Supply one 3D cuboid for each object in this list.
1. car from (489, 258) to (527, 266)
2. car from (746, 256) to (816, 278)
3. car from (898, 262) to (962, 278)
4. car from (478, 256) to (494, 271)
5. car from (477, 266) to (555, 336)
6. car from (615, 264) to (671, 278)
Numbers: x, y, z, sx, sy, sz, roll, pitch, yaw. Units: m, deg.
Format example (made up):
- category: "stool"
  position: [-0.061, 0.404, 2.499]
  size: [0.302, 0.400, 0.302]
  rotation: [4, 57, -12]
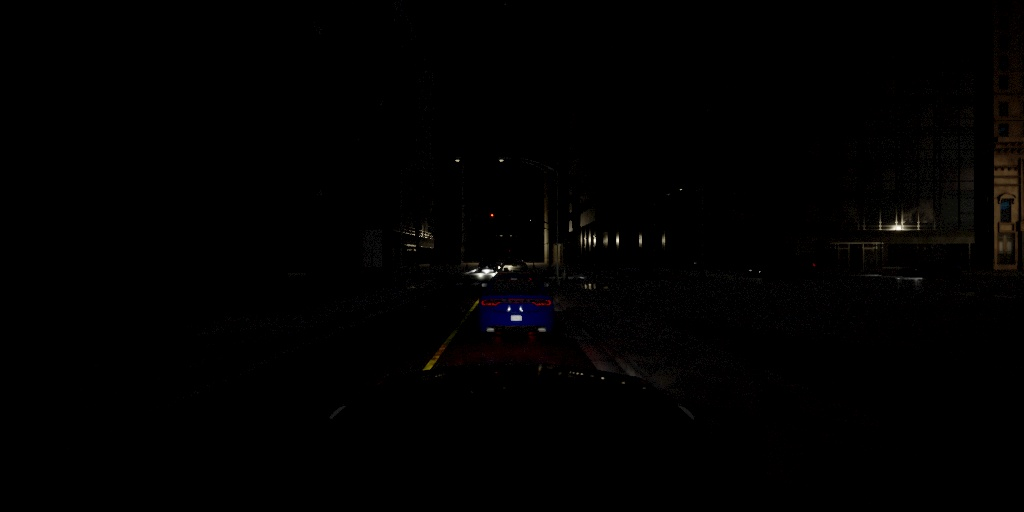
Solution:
- category: "car"
  position: [0.152, 1.107, 19.325]
  size: [2.097, 1.767, 4.553]
  rotation: [0, 0, 2]
- category: "car"
  position: [24.937, 0.981, 33.354]
  size: [5.566, 2.045, 2.150]
  rotation: [0, 0, 0]
- category: "car"
  position: [38.841, 1.262, 33.331]
  size: [4.674, 1.442, 1.812]
  rotation: [0, 0, 0]
- category: "car"
  position: [-3.107, 1.000, 45.870]
  size: [2.150, 2.045, 5.566]
  rotation: [0, 0, -2]
- category: "car"
  position: [0.099, 1.229, 10.456]
  size: [1.882, 1.535, 5.008]
  rotation: [0, 0, 0]
- category: "car"
  position: [12.045, 1.371, 33.342]
  size: [4.718, 1.301, 1.895]
  rotation: [0, 0, 3]
